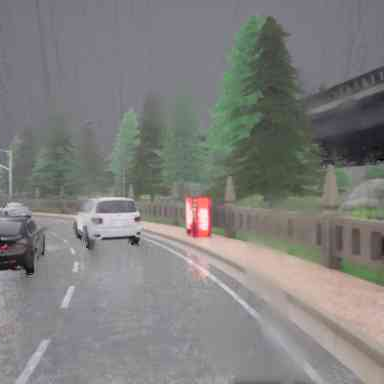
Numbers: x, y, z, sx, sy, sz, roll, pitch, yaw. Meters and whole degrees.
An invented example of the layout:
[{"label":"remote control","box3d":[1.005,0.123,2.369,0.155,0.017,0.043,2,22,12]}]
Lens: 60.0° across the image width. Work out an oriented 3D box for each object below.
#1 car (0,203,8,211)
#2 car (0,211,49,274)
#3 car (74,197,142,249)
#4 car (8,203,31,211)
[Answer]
[{"label":"car","box3d":[-16.226,1.707,25.229,5.357,1.411,2.033,-1,0,43]},{"label":"car","box3d":[-5.743,1.561,10.412,1.837,1.490,4.892,0,0,-19]},{"label":"car","box3d":[-3.973,1.260,15.194,2.150,2.045,5.566,0,0,-26]},{"label":"car","box3d":[-15.848,1.681,29.546,4.674,1.442,1.812,-1,0,43]}]
